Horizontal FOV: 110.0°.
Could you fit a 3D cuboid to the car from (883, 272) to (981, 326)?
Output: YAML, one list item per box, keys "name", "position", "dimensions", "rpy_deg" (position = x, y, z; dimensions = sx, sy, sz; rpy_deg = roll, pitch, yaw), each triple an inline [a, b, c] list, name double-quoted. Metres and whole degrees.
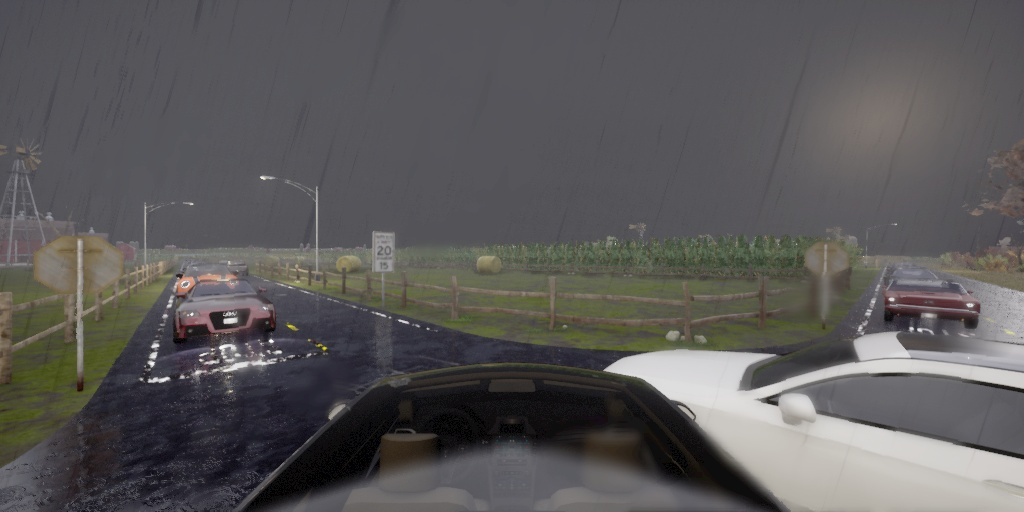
- name: "car"
  position: [13.412, 1.397, 11.652]
  dimensions: [4.718, 1.301, 1.895]
  rpy_deg: [0, 1, -44]

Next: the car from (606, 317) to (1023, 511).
- name: "car"
  position: [2.819, 1.293, 2.489]
  dimensions: [1.812, 1.442, 4.674]
  rpy_deg: [0, 1, -44]

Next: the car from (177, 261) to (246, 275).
- name: "car"
  position: [-13.869, 1.146, 16.401]
  dimensions: [2.097, 1.767, 4.553]
  rpy_deg: [0, 0, -42]

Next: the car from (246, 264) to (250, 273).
- name: "car"
  position: [-27.317, 1.297, 35.503]
  dimensions: [2.128, 1.511, 4.902]
  rpy_deg: [0, 0, -42]

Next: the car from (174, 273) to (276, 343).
- name: "car"
  position: [-8.032, 1.358, 9.973]
  dimensions: [1.994, 1.385, 4.181]
  rpy_deg: [0, 0, -43]

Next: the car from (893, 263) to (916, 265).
- name: "car"
  position: [27.121, 1.401, 24.601]
  dimensions: [4.181, 1.385, 1.994]
  rpy_deg: [0, 1, -43]

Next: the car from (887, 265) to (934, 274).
- name: "car"
  position: [20.426, 1.362, 18.282]
  dimensions: [5.357, 1.411, 2.033]
  rpy_deg: [0, 1, -43]

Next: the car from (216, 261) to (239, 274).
- name: "car"
  position: [-34.108, 1.322, 42.896]
  dimensions: [1.837, 1.490, 4.892]
  rpy_deg: [0, 0, -42]
